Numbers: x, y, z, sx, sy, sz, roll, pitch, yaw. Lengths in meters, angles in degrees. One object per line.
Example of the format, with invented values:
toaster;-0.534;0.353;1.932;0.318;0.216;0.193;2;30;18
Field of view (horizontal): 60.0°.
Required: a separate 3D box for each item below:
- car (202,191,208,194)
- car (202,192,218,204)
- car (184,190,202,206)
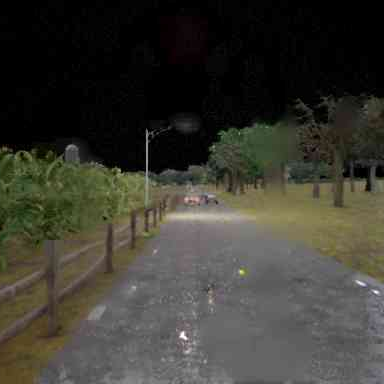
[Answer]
car;2.840;0.633;69.643;2.097;1.767;4.553;0;1;0
car;2.914;1.081;51.161;1.812;1.442;4.674;0;1;0
car;-0.016;0.964;46.165;2.097;1.767;4.553;0;1;0
